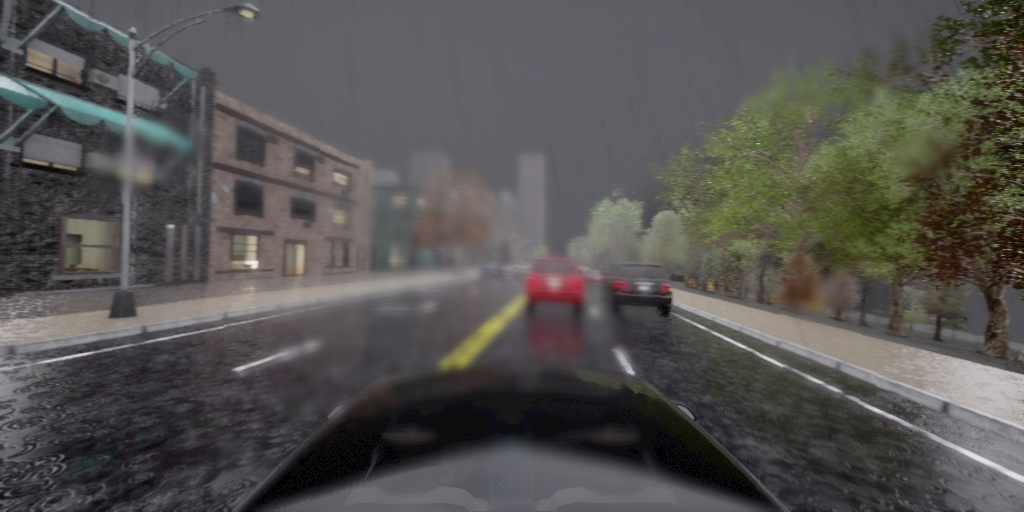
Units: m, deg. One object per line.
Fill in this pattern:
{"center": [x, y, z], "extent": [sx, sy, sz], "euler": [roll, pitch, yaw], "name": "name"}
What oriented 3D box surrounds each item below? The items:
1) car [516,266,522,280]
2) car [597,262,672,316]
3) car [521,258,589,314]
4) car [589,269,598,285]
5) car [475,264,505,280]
{"center": [1.562, 1.693, 37.253], "extent": [1.812, 1.442, 4.674], "euler": [2, -1, 8], "name": "car"}
{"center": [5.204, 1.302, 15.529], "extent": [2.150, 2.045, 5.566], "euler": [2, 0, 9], "name": "car"}
{"center": [1.877, 1.169, 15.223], "extent": [2.150, 2.045, 5.566], "euler": [2, -2, 8], "name": "car"}
{"center": [7.612, 1.900, 32.376], "extent": [1.994, 1.385, 4.181], "euler": [2, -1, 8], "name": "car"}
{"center": [-1.878, 1.578, 36.097], "extent": [2.033, 1.411, 5.357], "euler": [2, -1, 8], "name": "car"}
